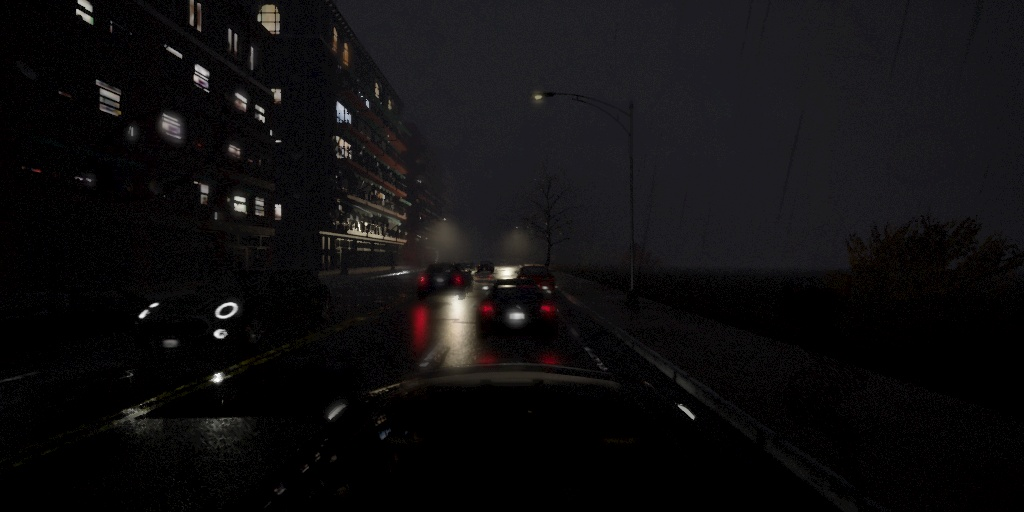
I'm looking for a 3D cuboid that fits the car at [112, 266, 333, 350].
[{"bbox_3d":[-6.595,1.103,9.173,2.097,1.767,4.553,0,0,0],"label":"car"}]

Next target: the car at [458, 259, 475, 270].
[{"bbox_3d":[-6.547,1.229,52.027,1.882,1.535,5.008,0,0,0],"label":"car"}]

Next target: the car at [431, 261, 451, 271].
[{"bbox_3d":[-9.802,1.352,49.898,1.895,1.301,4.718,0,0,0],"label":"car"}]

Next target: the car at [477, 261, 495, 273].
[{"bbox_3d":[-3.110,1.278,42.636,1.812,1.442,4.674,0,0,0],"label":"car"}]

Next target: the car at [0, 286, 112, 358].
[{"bbox_3d":[-9.846,1.352,7.532,1.895,1.301,4.718,0,0,0],"label":"car"}]

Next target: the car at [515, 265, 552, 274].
[{"bbox_3d":[1.153,1.230,18.916,1.882,1.535,5.008,0,0,0],"label":"car"}]

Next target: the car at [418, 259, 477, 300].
[{"bbox_3d":[-3.136,1.103,17.796,2.097,1.767,4.553,0,0,0],"label":"car"}]

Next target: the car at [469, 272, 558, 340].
[{"bbox_3d":[0.109,1.315,9.996,1.994,1.385,4.181,0,0,0],"label":"car"}]
